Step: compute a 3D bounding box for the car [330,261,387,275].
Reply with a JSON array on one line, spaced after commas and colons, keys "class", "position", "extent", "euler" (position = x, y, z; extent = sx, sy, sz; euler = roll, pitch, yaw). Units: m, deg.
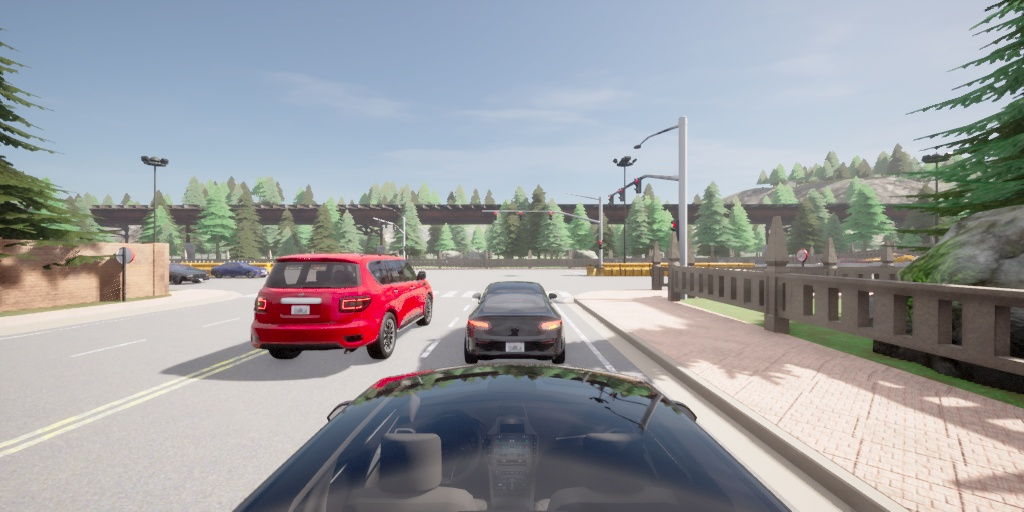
[{"class": "car", "position": [-16.940, 1.297, 39.749], "extent": [5.357, 1.411, 2.033], "euler": [0, 0, 0]}]

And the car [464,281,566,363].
[{"class": "car", "position": [0.061, 1.276, 7.969], "extent": [1.812, 1.442, 4.674], "euler": [0, 0, 0]}]

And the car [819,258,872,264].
[{"class": "car", "position": [39.467, 1.021, 43.057], "extent": [5.008, 1.535, 1.882], "euler": [-3, 0, 0]}]

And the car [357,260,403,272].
[{"class": "car", "position": [-17.154, 1.297, 46.751], "extent": [5.357, 1.411, 2.033], "euler": [0, 0, 0]}]

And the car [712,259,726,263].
[{"class": "car", "position": [25.530, 1.103, 43.076], "extent": [4.553, 1.767, 2.097], "euler": [0, 0, 0]}]

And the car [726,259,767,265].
[{"class": "car", "position": [26.823, 1.103, 39.572], "extent": [4.553, 1.767, 2.097], "euler": [0, 0, 0]}]

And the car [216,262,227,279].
[{"class": "car", "position": [-24.701, 1.276, 32.583], "extent": [4.674, 1.442, 1.812], "euler": [0, 0, 0]}]

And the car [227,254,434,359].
[{"class": "car", "position": [-3.441, 0.971, 8.520], "extent": [2.150, 2.045, 5.566], "euler": [0, 0, 0]}]

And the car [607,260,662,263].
[{"class": "car", "position": [13.404, 1.228, 39.618], "extent": [5.008, 1.535, 1.882], "euler": [0, 0, 0]}]

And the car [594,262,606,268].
[{"class": "car", "position": [13.129, 1.241, 46.618], "extent": [4.902, 1.511, 2.128], "euler": [0, 0, 0]}]

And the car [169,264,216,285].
[{"class": "car", "position": [-24.846, 1.297, 25.584], "extent": [5.357, 1.411, 2.033], "euler": [0, 0, 0]}]
